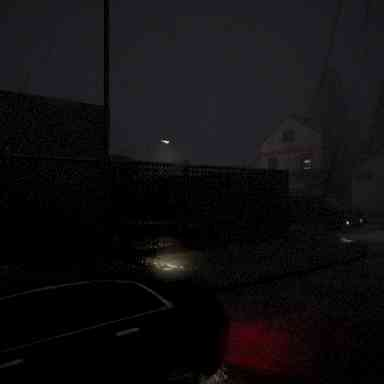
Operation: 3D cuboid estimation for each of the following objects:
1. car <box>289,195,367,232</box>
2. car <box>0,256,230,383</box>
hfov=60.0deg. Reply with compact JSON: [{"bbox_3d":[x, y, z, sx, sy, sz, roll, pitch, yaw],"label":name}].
[{"bbox_3d":[7.664,1.222,20.470,2.150,2.045,5.566,0,0,-35],"label":"car"},{"bbox_3d":[-1.837,1.505,3.218,4.892,1.490,1.837,0,0,-35],"label":"car"}]
